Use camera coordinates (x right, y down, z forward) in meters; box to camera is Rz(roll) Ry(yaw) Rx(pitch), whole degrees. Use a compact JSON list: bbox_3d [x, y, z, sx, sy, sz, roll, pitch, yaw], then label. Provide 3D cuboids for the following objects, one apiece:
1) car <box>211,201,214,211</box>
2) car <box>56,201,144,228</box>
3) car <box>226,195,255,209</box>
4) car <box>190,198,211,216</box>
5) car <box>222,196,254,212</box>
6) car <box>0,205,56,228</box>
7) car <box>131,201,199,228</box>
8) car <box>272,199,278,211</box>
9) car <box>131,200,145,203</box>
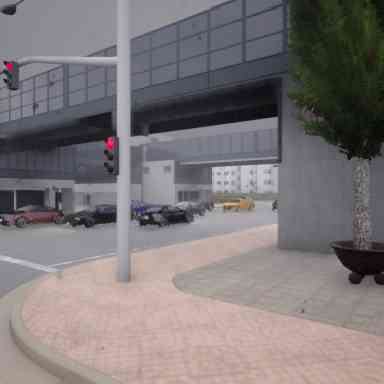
[{"bbox_3d":[0.701,1.499,38.083,2.128,1.511,4.902,0,0,36],"label":"car"},{"bbox_3d":[-6.107,1.554,22.724,2.033,1.411,5.357,0,0,36],"label":"car"},{"bbox_3d":[6.838,1.359,46.488,2.097,1.767,4.553,0,0,36],"label":"car"},{"bbox_3d":[-0.498,1.532,30.456,1.812,1.442,4.674,0,0,36],"label":"car"},{"bbox_3d":[5.329,1.484,38.493,1.882,1.535,5.008,0,0,36],"label":"car"},{"bbox_3d":[-10.694,1.571,22.354,1.994,1.385,4.181,0,0,36],"label":"car"},{"bbox_3d":[-1.705,1.569,22.481,1.994,1.385,4.181,0,0,36],"label":"car"},{"bbox_3d":[11.401,1.510,40.597,1.837,1.490,4.892,0,0,36],"label":"car"},{"bbox_3d":[-5.426,1.485,29.631,1.882,1.535,5.008,0,0,36],"label":"car"}]
